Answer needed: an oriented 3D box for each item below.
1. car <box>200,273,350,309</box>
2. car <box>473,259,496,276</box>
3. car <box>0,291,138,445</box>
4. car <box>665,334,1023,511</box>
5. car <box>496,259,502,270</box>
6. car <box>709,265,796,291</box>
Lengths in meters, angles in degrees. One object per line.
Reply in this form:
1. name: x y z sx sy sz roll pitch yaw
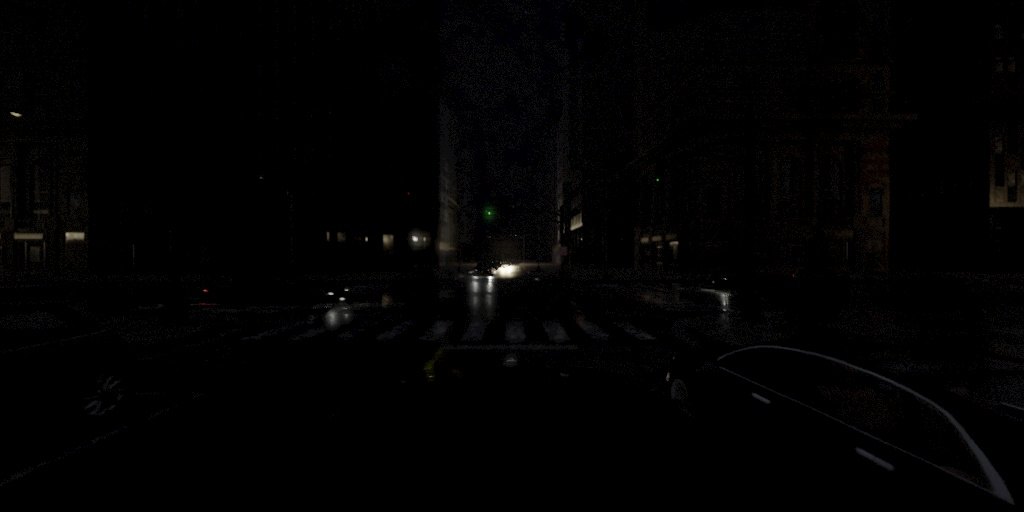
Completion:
1. car: -9.783 1.406 15.013 5.357 1.411 2.033 0 0 0
2. car: -3.066 1.354 39.131 1.837 1.490 4.892 0 0 0
3. car: -5.764 1.193 2.785 1.967 1.591 4.097 0 0 0
4. car: 2.761 1.303 2.810 2.007 1.370 4.403 0 0 0
5. car: -3.074 1.444 54.751 2.033 1.411 5.357 0 0 0
6. car: 14.495 1.277 21.676 4.674 1.442 1.812 0 0 0
